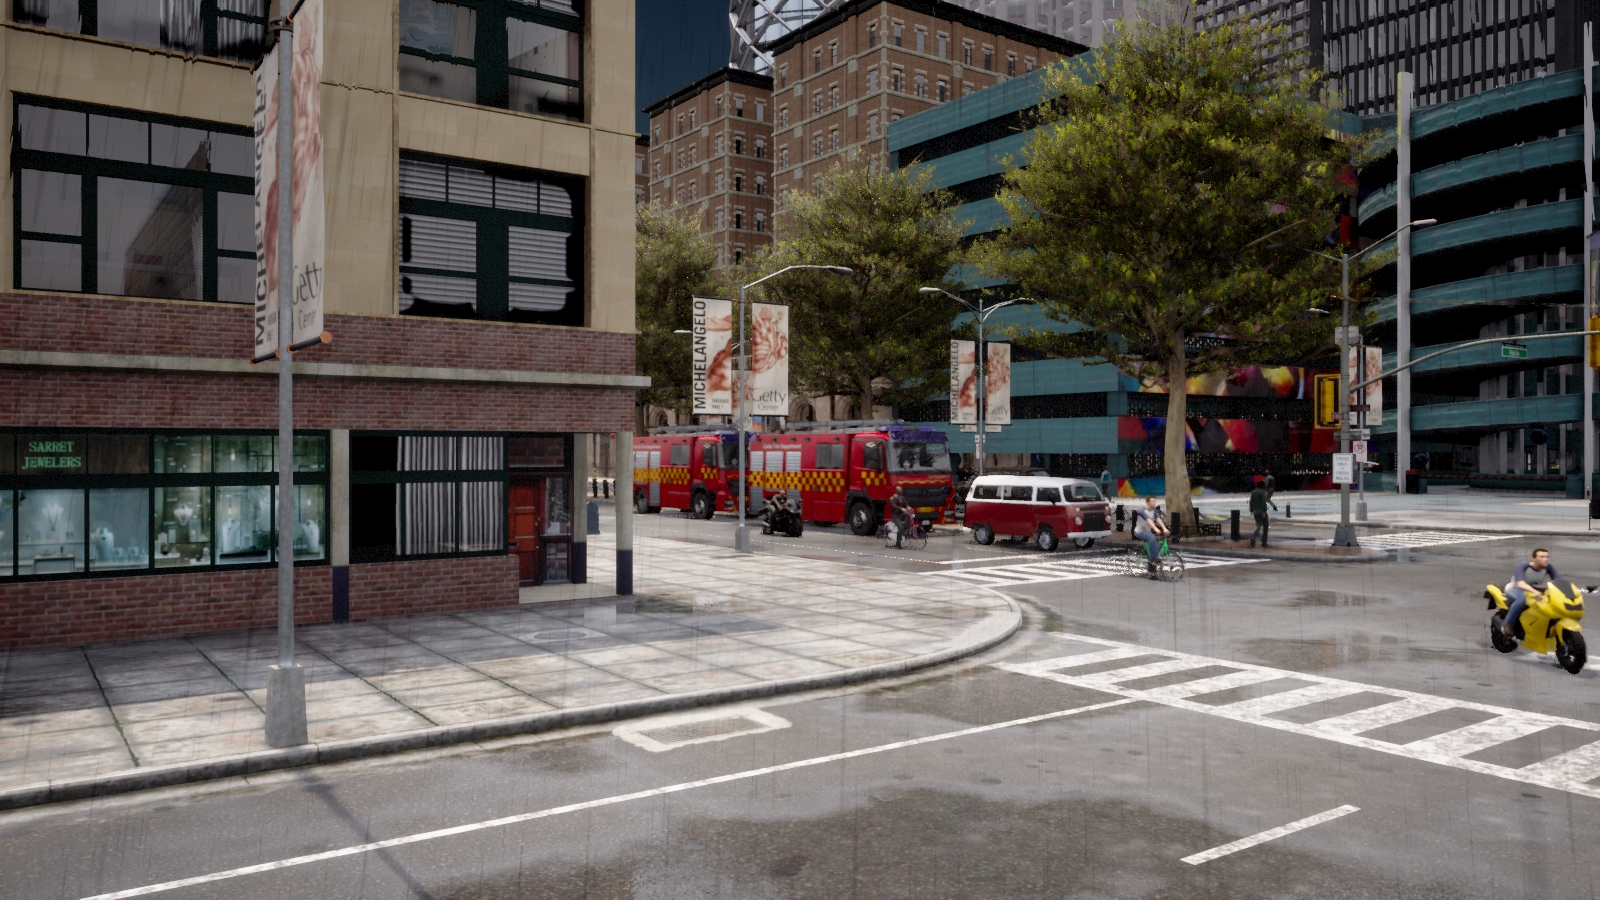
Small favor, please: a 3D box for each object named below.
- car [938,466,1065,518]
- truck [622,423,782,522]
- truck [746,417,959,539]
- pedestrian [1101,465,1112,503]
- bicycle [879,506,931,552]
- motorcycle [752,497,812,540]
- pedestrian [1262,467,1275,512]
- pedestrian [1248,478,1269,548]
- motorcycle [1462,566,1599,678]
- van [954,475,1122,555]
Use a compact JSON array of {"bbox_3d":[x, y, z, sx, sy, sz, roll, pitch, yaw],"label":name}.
[{"bbox_3d":[8.697,1.765,49.914,2.150,2.045,5.566,0,0,-35],"label":"car"},{"bbox_3d":[-4.341,0.881,48.426,2.891,3.827,8.468,0,0,-35],"label":"truck"},{"bbox_3d":[1.591,0.882,40.021,2.891,3.827,8.468,0,0,-35],"label":"truck"},{"bbox_3d":[15.230,1.681,56.699,0.375,1.860,0.375,0,0,-24],"label":"pedestrian"},{"bbox_3d":[2.923,2.202,32.034,0.329,1.171,1.835,0,0,-35],"label":"bicycle"},{"bbox_3d":[-0.597,2.197,37.063,0.867,1.251,2.209,0,0,-35],"label":"motorcycle"},{"bbox_3d":[19.945,1.679,48.667,0.375,1.860,0.375,0,0,-28],"label":"pedestrian"},{"bbox_3d":[12.345,1.693,30.768,0.375,1.860,0.375,0,0,-29],"label":"pedestrian"},{"bbox_3d":[9.641,2.206,14.981,0.803,1.145,2.033,0,0,2],"label":"motorcycle"},{"bbox_3d":[6.729,1.777,32.754,2.069,2.038,4.480,0,0,-35],"label":"van"}]
